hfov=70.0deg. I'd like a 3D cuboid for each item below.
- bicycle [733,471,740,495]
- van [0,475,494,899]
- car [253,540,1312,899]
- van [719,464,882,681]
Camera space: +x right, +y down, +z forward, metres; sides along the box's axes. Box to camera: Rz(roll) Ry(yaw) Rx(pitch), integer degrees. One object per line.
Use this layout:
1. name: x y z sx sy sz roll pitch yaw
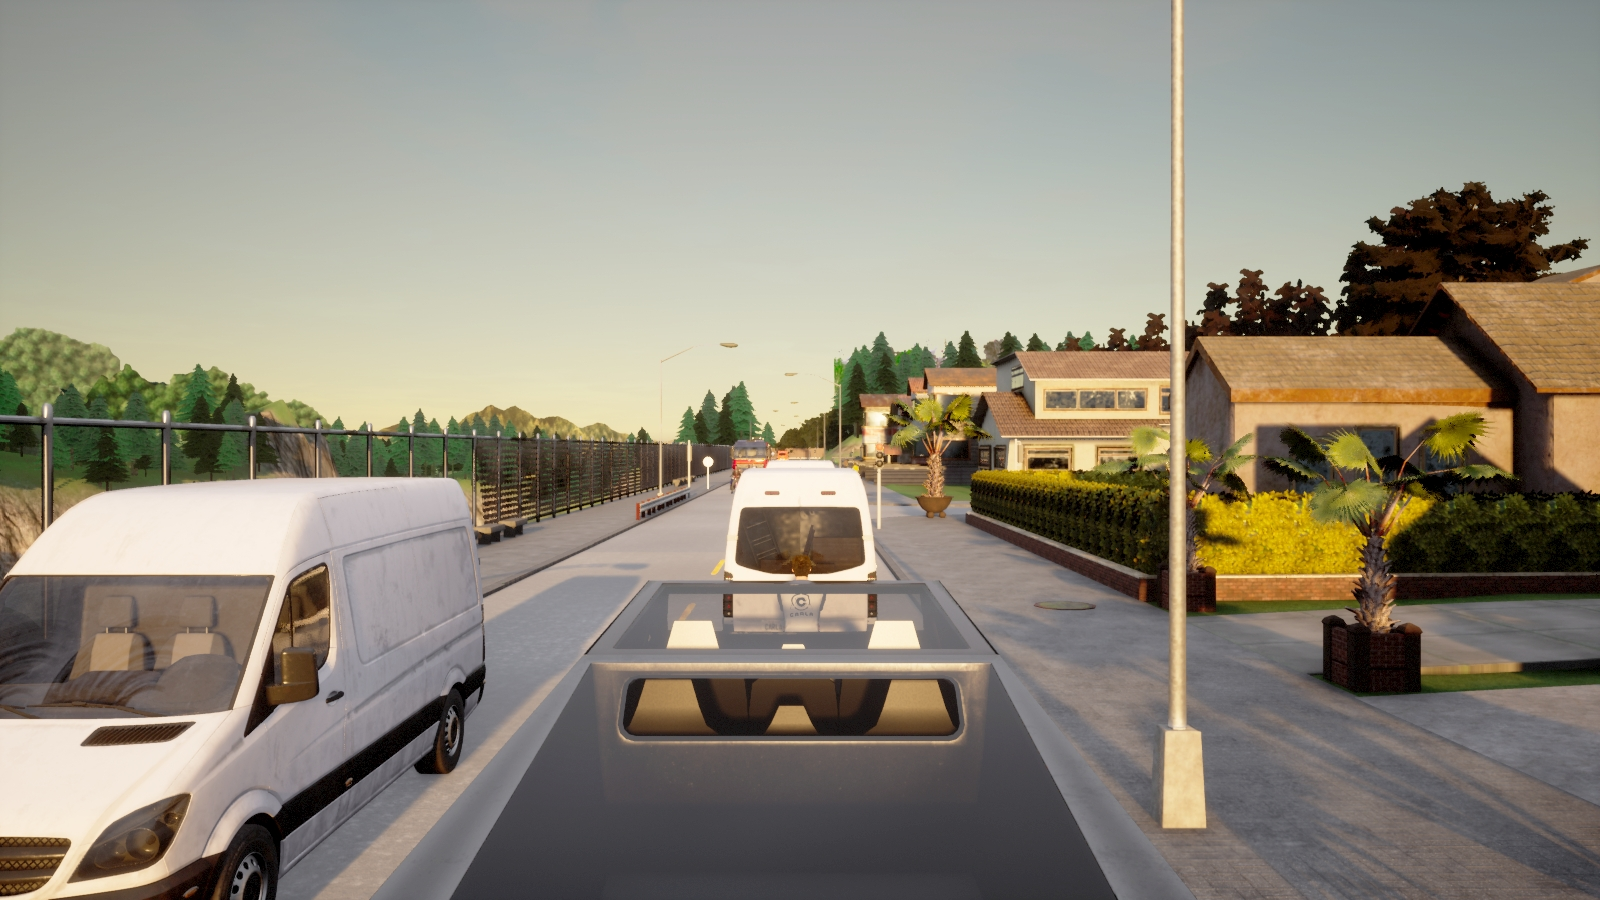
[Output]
1. bicycle: -3.968 2.032 71.211 0.329 1.471 1.835 0 0 0
2. van: -3.993 1.531 8.228 1.988 2.561 5.915 0 0 0
3. car: -0.034 1.751 5.716 2.390 2.098 6.274 0 0 0
4. van: 0.009 1.528 16.844 1.988 2.561 5.915 0 0 0
